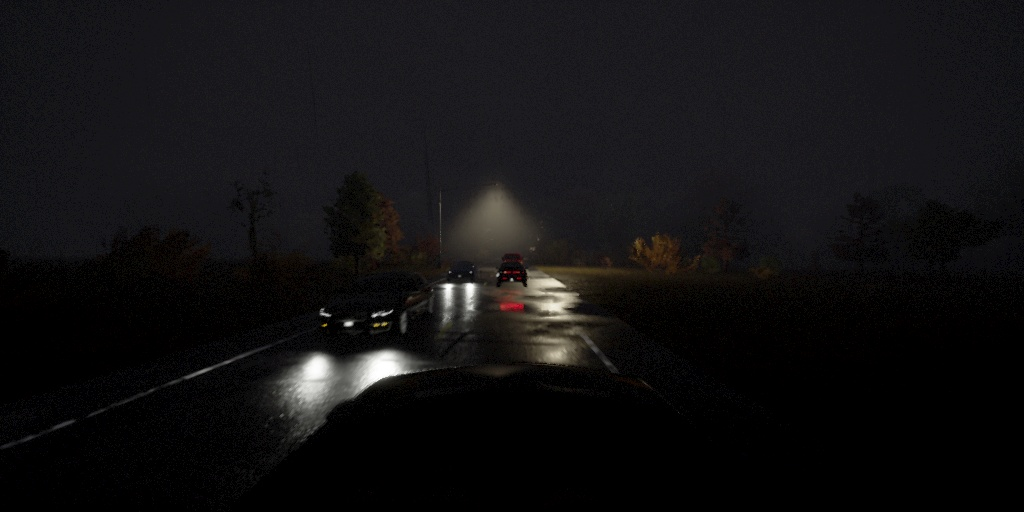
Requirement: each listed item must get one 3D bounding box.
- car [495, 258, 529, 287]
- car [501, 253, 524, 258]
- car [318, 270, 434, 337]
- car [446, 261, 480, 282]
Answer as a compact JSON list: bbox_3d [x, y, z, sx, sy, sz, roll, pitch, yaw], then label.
[{"bbox_3d":[0.007,1.077,22.835,1.837,1.490,4.892,0,0,0],"label":"car"},{"bbox_3d":[0.043,0.682,37.143,2.150,2.045,5.566,0,1,0],"label":"car"},{"bbox_3d":[-3.504,1.194,10.117,1.837,1.490,4.892,0,0,0],"label":"car"},{"bbox_3d":[-3.507,1.069,26.349,1.812,1.442,4.674,0,0,0],"label":"car"}]
